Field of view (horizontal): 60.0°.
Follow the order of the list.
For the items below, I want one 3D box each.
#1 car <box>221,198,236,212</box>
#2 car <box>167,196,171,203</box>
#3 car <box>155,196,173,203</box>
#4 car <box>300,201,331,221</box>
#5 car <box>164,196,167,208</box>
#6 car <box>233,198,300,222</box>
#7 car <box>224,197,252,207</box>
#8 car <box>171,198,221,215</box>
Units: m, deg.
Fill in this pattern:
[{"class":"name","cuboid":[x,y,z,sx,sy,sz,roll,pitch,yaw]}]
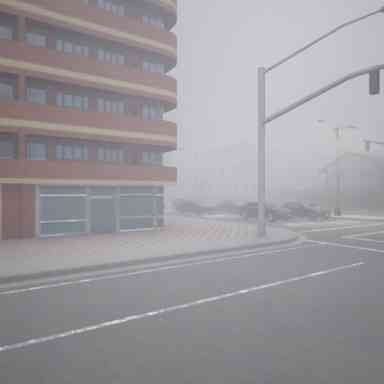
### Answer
[{"class":"car","cuboid":[4.329,1.526,35.072,1.812,1.442,4.674,0,0,-34]},{"class":"car","cuboid":[-0.854,1.505,42.582,1.837,1.490,4.892,0,0,-35]},{"class":"car","cuboid":[-5.988,1.562,70.631,1.994,1.385,4.181,0,0,-35]},{"class":"car","cuboid":[9.264,1.526,27.901,1.812,1.442,4.674,0,0,-34]},{"class":"car","cuboid":[-5.407,1.547,43.025,2.033,1.411,5.357,0,0,-34]},{"class":"car","cuboid":[5.828,1.505,26.696,1.837,1.490,4.892,0,0,-34]},{"class":"car","cuboid":[7.089,1.564,51.672,1.994,1.385,4.181,0,0,-35]},{"class":"car","cuboid":[0.306,1.545,34.726,2.033,1.411,5.357,0,0,-34]}]
